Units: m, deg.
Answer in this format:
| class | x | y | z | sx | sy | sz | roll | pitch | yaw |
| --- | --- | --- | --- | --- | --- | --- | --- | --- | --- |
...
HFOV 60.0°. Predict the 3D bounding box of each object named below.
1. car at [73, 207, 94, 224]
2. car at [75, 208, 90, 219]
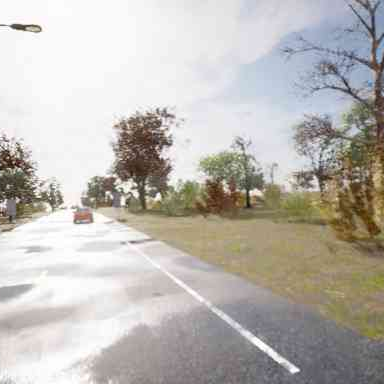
| class | x | y | z | sx | sy | sz | roll | pitch | yaw |
| --- | --- | --- | --- | --- | --- | --- | --- | --- | --- |
| car | -12.382 | 2.538 | 37.845 | 2.097 | 1.767 | 4.553 | -4 | -1 | -19 |
| car | -15.959 | 3.146 | 48.240 | 1.895 | 1.301 | 4.718 | -4 | -1 | -19 |
